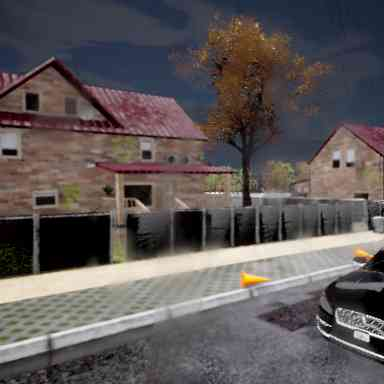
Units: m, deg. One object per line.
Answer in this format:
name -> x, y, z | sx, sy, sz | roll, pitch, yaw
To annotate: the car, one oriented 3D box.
car -> 4.048, 1.482, 5.375 | 4.892, 1.490, 1.837 | 0, 0, -34
